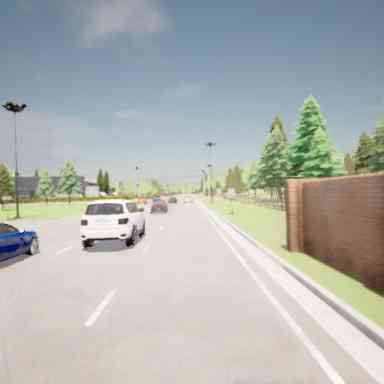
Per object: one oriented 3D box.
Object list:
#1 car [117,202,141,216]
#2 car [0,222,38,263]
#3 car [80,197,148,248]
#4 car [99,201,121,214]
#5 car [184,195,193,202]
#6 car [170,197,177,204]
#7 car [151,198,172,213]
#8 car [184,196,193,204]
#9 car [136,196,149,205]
[{"bbox_3d":[-7.312,1.945,38.925,1.895,1.301,4.718,-2,0,-1],"label":"car"},{"bbox_3d":[-7.040,1.729,11.278,1.882,1.535,5.008,-2,0,-1],"label":"car"},{"bbox_3d":[-3.596,1.381,15.967,2.150,2.045,5.566,-2,0,-1],"label":"car"},{"bbox_3d":[-10.867,2.034,44.403,1.994,1.385,4.181,-2,0,-1],"label":"car"},{"bbox_3d":[-0.857,1.629,82.304,2.128,1.511,4.902,-2,0,-1],"label":"car"},{"bbox_3d":[-4.269,1.876,74.155,2.128,1.511,4.902,-2,0,-1],"label":"car"},{"bbox_3d":[-3.828,1.766,40.055,1.812,1.442,4.674,-2,0,-1],"label":"car"},{"bbox_3d":[-0.762,1.769,73.320,1.812,1.442,4.674,-2,0,-1],"label":"car"},{"bbox_3d":[-11.290,1.934,76.123,2.097,1.767,4.553,-2,0,-1],"label":"car"}]
